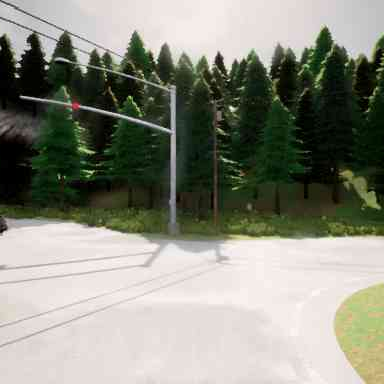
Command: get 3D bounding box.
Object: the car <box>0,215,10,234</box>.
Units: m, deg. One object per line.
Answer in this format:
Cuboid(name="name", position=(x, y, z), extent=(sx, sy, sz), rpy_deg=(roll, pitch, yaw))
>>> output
Cuboid(name="car", position=(-11.946, 1.548, 18.487), extent=(5.357, 1.411, 2.033), rpy_deg=(0, 0, 44))
